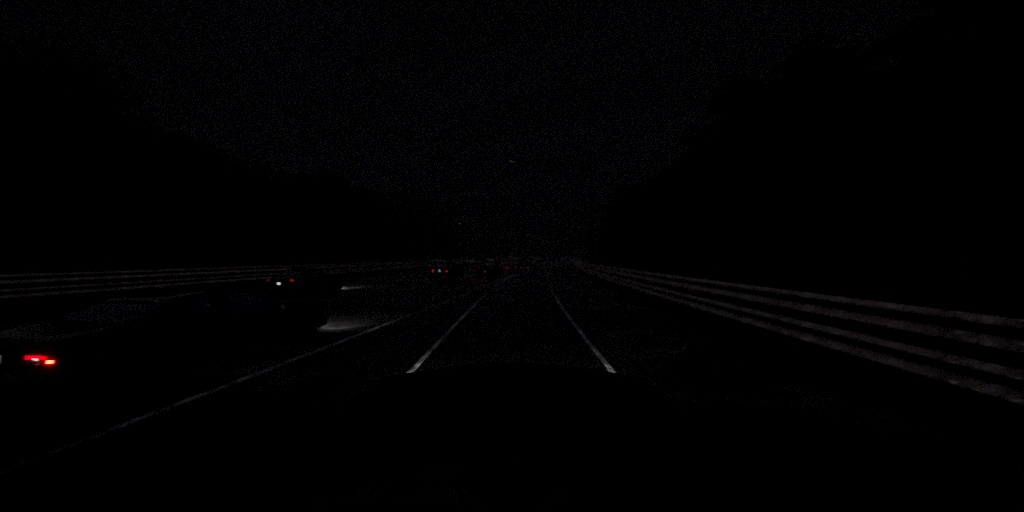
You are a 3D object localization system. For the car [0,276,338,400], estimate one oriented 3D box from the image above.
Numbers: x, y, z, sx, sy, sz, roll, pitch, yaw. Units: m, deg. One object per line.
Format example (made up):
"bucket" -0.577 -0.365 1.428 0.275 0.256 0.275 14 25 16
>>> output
"car" -5.992 1.305 6.868 2.033 1.411 5.357 0 0 8

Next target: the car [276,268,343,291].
"car" -11.259 1.339 19.715 1.994 1.385 4.181 0 0 8

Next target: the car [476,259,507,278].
"car" -2.098 1.243 34.594 1.882 1.535 5.008 0 0 8

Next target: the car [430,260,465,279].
"car" -5.845 1.319 33.091 2.033 1.411 5.357 0 0 8
